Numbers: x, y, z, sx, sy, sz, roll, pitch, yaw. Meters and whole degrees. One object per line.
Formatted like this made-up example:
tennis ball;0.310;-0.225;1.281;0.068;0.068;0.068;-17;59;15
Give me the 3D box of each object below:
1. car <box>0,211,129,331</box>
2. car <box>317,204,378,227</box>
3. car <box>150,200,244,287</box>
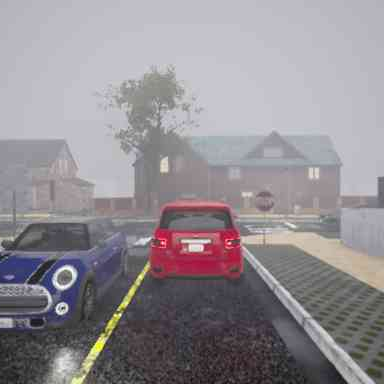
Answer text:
car;-2.794;1.367;7.210;2.097;1.767;4.553;0;0;1
car;11.421;1.554;22.535;5.357;1.411;2.033;0;1;1
car;0.166;1.243;9.589;2.150;2.045;5.566;0;0;2
